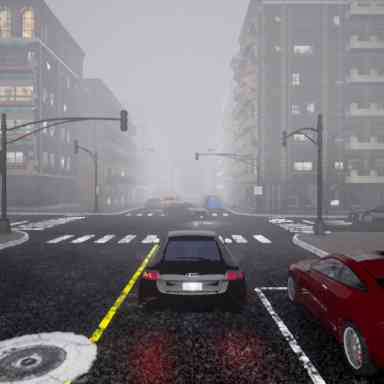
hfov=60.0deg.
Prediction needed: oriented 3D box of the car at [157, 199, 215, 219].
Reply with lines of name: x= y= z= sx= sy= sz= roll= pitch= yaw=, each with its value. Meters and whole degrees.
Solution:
car: x=-0.643 y=1.563 z=27.962 sx=2.033 sy=1.411 sz=5.357 roll=0 pitch=0 yaw=-31

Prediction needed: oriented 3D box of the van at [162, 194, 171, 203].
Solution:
van: x=-5.795 y=1.470 z=76.353 sx=1.690 sy=1.788 sz=3.998 roll=-1 pitch=0 yaw=0

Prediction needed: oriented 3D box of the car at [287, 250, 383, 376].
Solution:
car: x=2.796 y=1.581 z=5.284 sx=1.802 sy=1.307 sz=4.206 roll=0 pitch=0 yaw=0

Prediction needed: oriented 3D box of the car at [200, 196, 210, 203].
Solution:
car: x=2.729 y=1.655 z=70.765 sx=1.887 sy=1.381 sz=4.507 roll=-1 pitch=0 yaw=0

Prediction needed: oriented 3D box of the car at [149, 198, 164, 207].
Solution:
car: x=-5.806 y=1.626 z=54.260 sx=1.947 sy=1.339 sz=4.313 roll=-1 pitch=0 yaw=0

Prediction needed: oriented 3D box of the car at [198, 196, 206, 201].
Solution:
car: x=2.814 y=1.759 z=92.853 sx=1.947 sy=1.339 sz=4.313 roll=-1 pitch=0 yaw=0

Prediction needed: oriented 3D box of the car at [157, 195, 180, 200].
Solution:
car: x=-3.069 y=1.390 z=44.843 sx=2.097 sy=1.767 sz=4.553 roll=0 pitch=0 yaw=0

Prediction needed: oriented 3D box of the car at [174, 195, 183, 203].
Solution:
car: x=-2.952 y=1.519 z=72.977 sx=1.882 sy=1.535 sz=5.008 roll=0 pitch=0 yaw=0

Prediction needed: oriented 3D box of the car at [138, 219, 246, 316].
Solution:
car: x=0.007 y=1.563 z=7.623 sx=1.994 sy=1.385 sz=4.181 roll=0 pitch=0 yaw=0

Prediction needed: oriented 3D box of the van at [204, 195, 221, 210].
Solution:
van: x=2.839 y=1.377 z=43.186 sx=1.690 sy=1.788 sz=3.998 roll=-1 pitch=0 yaw=0

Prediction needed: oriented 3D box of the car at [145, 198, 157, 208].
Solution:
car: x=-5.810 y=1.629 z=48.738 sx=1.802 sy=1.307 sz=4.206 roll=-1 pitch=0 yaw=0

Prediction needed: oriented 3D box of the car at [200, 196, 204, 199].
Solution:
car: x=2.753 y=1.362 z=48.683 sx=2.192 sy=1.841 sz=5.009 roll=-1 pitch=0 yaw=0

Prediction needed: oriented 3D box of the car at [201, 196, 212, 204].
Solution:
car: x=2.723 y=1.532 z=65.245 sx=1.967 sy=1.590 sz=4.097 roll=-1 pitch=0 yaw=0

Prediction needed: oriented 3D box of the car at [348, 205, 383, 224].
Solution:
car: x=14.623 y=1.725 z=26.199 sx=4.181 sy=1.385 sz=1.994 roll=1 pitch=0 yaw=0

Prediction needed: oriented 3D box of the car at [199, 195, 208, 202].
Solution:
car: x=2.782 y=1.589 z=81.808 sx=1.967 sy=1.590 sz=4.097 roll=-1 pitch=0 yaw=0

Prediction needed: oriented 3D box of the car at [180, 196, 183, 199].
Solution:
car: x=-3.045 y=1.548 z=58.130 sx=1.882 sy=1.535 sz=5.008 roll=0 pitch=0 yaw=0
